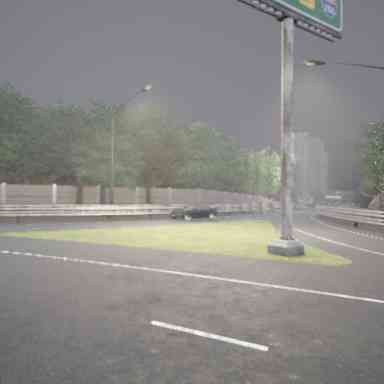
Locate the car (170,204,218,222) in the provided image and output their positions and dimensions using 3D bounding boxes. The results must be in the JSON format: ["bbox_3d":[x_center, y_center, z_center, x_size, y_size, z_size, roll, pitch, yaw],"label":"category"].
[{"bbox_3d":[0.212,1.867,30.998,5.008,1.535,1.882,1,-1,-41],"label":"car"}]
